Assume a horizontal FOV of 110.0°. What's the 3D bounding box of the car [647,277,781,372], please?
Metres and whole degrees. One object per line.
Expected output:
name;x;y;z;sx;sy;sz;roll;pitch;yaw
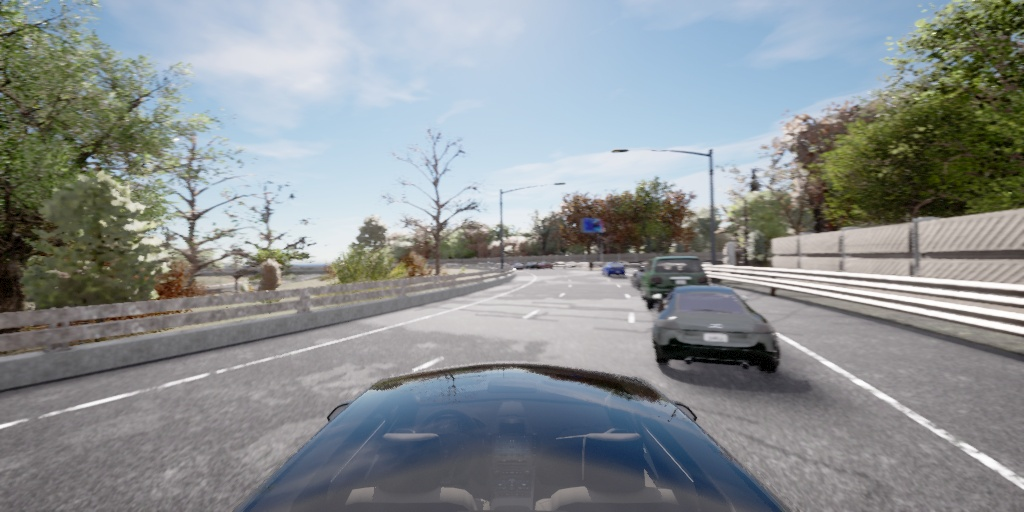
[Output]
car;4.088;1.318;7.767;1.994;1.385;4.181;-1;-1;22

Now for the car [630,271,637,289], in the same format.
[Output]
car;9.027;1.439;23.707;1.994;1.385;4.181;-1;-1;13

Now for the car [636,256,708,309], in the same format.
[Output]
car;6.622;1.025;15.035;2.150;2.045;5.566;-1;-1;17

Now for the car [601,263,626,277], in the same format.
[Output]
car;11.197;1.529;39.825;1.882;1.535;5.008;-1;-1;4
